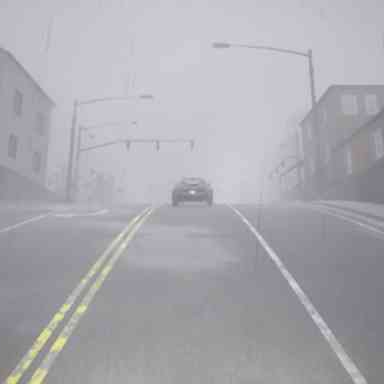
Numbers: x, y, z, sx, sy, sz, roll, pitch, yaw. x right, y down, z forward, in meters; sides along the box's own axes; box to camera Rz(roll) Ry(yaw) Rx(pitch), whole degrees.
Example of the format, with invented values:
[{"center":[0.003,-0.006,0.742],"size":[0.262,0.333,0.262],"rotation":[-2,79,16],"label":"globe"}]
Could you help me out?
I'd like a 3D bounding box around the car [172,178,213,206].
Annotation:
[{"center":[0.059,-0.031,17.198],"size":[1.994,1.385,4.181],"rotation":[0,0,1],"label":"car"}]
